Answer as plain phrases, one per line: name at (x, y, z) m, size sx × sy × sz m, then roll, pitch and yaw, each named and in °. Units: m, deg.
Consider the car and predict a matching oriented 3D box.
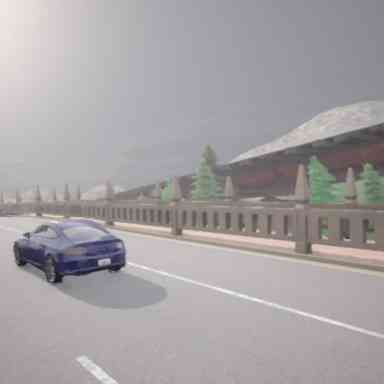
car at (-3.616, 1.501, 9.562) m, size 1.812 × 1.442 × 4.674 m, roll -2°, pitch 1°, yaw -42°
